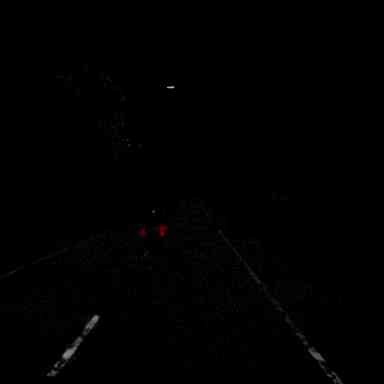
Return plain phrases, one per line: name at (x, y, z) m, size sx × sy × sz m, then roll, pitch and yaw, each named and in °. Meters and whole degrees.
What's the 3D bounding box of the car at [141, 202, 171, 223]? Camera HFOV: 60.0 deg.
car at (-3.027, 1.641, 28.909) m, size 2.097 × 1.767 × 4.553 m, roll 0°, pitch -1°, yaw 2°
